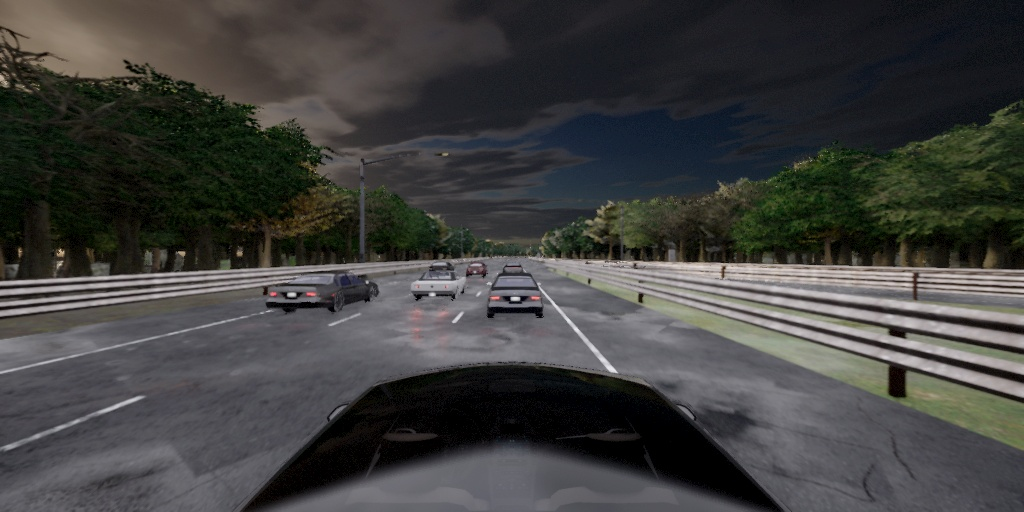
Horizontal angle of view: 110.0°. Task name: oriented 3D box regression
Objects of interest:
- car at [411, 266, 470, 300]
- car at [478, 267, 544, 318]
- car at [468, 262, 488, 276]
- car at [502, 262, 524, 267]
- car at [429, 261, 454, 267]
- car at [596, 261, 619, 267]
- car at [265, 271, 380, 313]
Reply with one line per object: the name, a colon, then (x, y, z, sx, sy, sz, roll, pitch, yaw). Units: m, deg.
car: (-3.399, 1.360, 17.552, 1.895, 1.301, 4.718, 0, 0, 0)
car: (0.099, 1.303, 13.020, 2.033, 1.411, 5.357, 0, 0, 0)
car: (-3.404, 1.302, 35.234, 1.812, 1.442, 4.674, 0, 0, 0)
car: (0.100, 1.266, 33.913, 2.128, 1.511, 4.902, 0, 0, 0)
car: (-6.903, 1.256, 35.641, 1.882, 1.535, 5.008, 0, 0, 0)
car: (13.497, 1.417, 50.592, 1.812, 1.442, 4.674, 0, 0, -15)
car: (-6.900, 1.287, 13.748, 2.033, 1.411, 5.357, 0, -1, 0)
